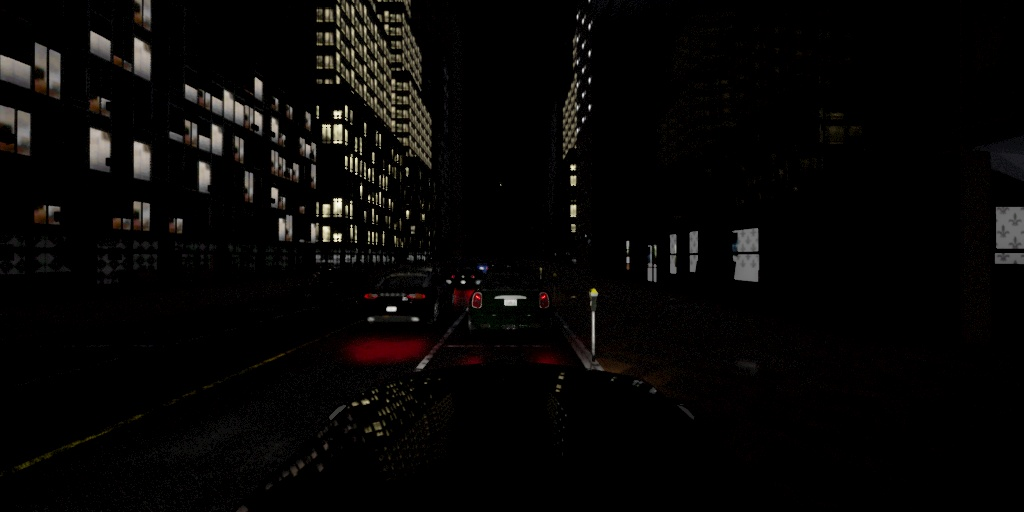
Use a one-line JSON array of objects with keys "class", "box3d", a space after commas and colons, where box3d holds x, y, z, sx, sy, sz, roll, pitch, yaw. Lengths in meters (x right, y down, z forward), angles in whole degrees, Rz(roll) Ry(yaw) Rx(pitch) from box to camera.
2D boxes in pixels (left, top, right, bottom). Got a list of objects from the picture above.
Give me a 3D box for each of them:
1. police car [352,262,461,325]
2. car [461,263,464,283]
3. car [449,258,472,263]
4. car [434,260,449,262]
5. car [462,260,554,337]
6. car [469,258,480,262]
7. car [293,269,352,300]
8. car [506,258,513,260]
[{"class": "police car", "box3d": [-3.147, 1.174, 11.961, 1.930, 1.638, 5.238, 0, 0, 0]}, {"class": "car", "box3d": [-3.074, 1.346, 24.970, 1.895, 1.301, 4.718, 0, 0, 0]}, {"class": "car", "box3d": [-6.213, 1.282, 43.137, 2.033, 1.411, 5.357, 0, 0, 0]}, {"class": "car", "box3d": [-8.836, 1.286, 40.419, 2.007, 1.370, 4.403, 0, 0, 0]}, {"class": "car", "box3d": [-0.032, 1.102, 10.469, 2.097, 1.767, 4.553, 0, 0, 0]}, {"class": "car", "box3d": [-3.080, 1.284, 39.030, 2.033, 1.411, 5.357, 0, 0, 0]}, {"class": "car", "box3d": [-8.836, 1.313, 17.650, 1.948, 1.339, 4.313, 0, 0, 0]}, {"class": "car", "box3d": [-0.455, 1.298, 46.099, 1.948, 1.339, 4.313, 0, 0, 0]}]
